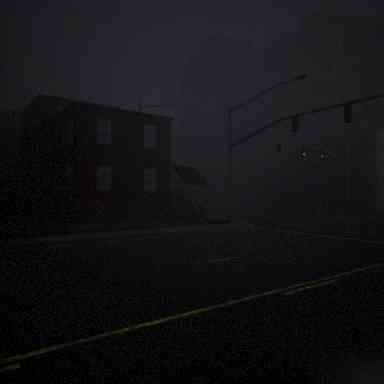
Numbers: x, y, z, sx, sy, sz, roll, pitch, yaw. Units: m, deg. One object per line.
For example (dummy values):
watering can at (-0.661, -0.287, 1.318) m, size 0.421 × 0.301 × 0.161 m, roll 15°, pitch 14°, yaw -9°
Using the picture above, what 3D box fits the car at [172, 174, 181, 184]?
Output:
car at (-3.749, -2.198, 52.530) m, size 2.033 × 1.411 × 5.357 m, roll 0°, pitch 12°, yaw -35°
